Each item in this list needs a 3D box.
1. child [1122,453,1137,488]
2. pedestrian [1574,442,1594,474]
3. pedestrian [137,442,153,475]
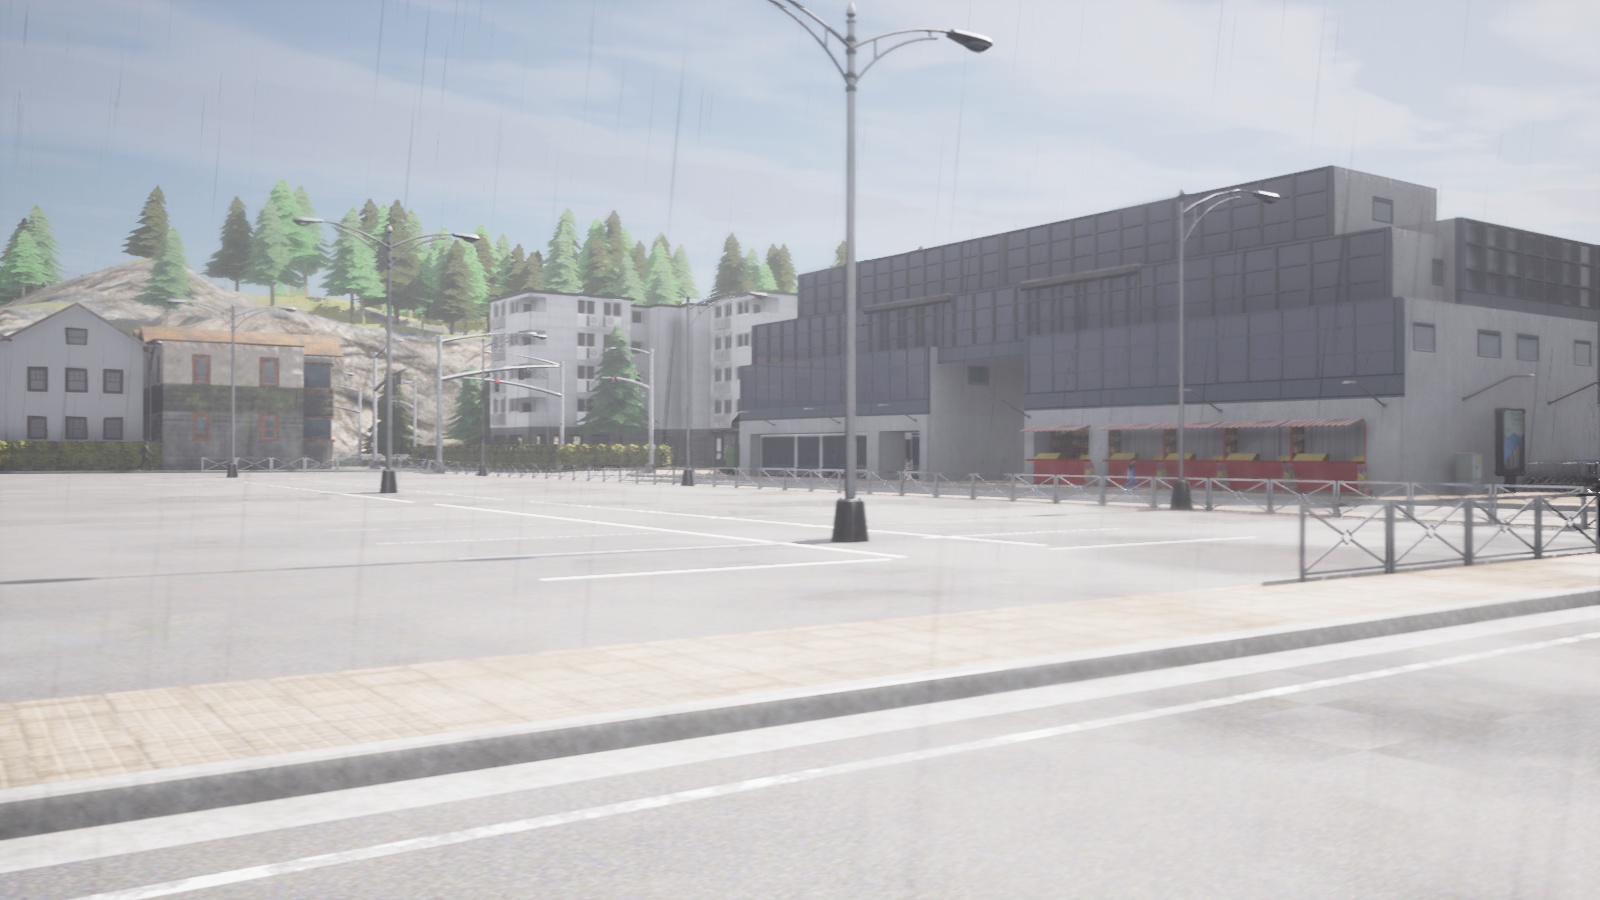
[{"bbox_3d":[11.977,0.757,45.607,0.270,1.263,0.437,0,0,-37],"label":"child"},{"bbox_3d":[46.895,0.475,75.095,0.563,1.883,0.849,0,0,-36],"label":"pedestrian"},{"bbox_3d":[-38.808,0.475,74.446,0.788,1.949,0.423,0,0,-34],"label":"pedestrian"}]
